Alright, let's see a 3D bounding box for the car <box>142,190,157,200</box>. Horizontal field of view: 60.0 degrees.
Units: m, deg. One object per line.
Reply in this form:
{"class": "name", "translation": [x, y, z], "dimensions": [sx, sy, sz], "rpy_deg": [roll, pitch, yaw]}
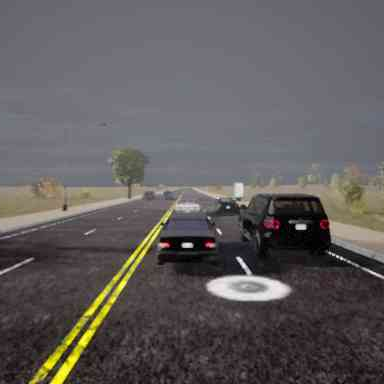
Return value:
{"class": "car", "translation": [-7.380, 0.533, 57.828], "dimensions": [2.097, 1.767, 4.553], "rpy_deg": [0, 1, 0]}

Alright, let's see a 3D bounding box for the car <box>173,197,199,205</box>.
{"class": "car", "translation": [-0.358, 1.211, 27.680], "dimensions": [1.895, 1.301, 4.718], "rpy_deg": [0, 1, 0]}

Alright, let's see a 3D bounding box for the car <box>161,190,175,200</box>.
{"class": "car", "translation": [-4.135, 0.533, 57.898], "dimensions": [2.097, 1.767, 4.553], "rpy_deg": [0, 1, 0]}

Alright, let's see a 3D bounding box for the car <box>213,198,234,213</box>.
{"class": "car", "translation": [2.891, 1.162, 28.636], "dimensions": [1.994, 1.385, 4.181], "rpy_deg": [0, 1, 0]}

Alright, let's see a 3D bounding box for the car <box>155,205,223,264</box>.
{"class": "car", "translation": [-0.138, 1.391, 11.111], "dimensions": [2.033, 1.411, 5.357], "rpy_deg": [0, 1, 0]}

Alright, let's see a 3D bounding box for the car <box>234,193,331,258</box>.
{"class": "car", "translation": [3.107, 1.052, 12.204], "dimensions": [2.150, 2.045, 5.566], "rpy_deg": [0, 1, 0]}
